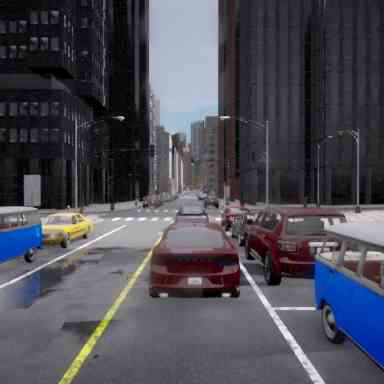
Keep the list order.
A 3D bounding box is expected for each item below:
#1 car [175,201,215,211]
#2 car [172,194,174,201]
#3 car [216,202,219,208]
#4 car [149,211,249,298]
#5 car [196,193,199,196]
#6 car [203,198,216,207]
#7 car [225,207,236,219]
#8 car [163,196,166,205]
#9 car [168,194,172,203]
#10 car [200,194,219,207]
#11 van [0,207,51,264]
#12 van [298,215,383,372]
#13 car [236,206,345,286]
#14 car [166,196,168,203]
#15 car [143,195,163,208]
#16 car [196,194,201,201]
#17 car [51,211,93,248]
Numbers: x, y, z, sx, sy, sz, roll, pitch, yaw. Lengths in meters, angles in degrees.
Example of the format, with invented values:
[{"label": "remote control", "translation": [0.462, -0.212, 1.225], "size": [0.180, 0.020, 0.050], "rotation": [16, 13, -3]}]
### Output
[{"label": "car", "translation": [0.000, 1.497, 19.443], "size": [2.128, 1.511, 4.902], "rotation": [0, 0, 0]}, {"label": "car", "translation": [-5.797, 1.599, 75.513], "size": [1.752, 1.417, 4.829], "rotation": [0, 0, 0]}, {"label": "car", "translation": [2.752, 1.550, 20.420], "size": [1.887, 1.381, 4.507], "rotation": [0, 0, 0]}, {"label": "car", "translation": [0.064, 1.479, 8.565], "size": [1.882, 1.535, 5.008], "rotation": [0, 0, 0]}, {"label": "car", "translation": [2.722, 1.685, 92.612], "size": [1.947, 1.339, 4.313], "rotation": [0, 0, 0]}, {"label": "car", "translation": [2.738, 1.599, 53.105], "size": [1.947, 1.339, 4.313], "rotation": [0, 0, 0]}, {"label": "car", "translation": [2.755, 1.553, 14.895], "size": [2.008, 1.369, 4.403], "rotation": [0, 0, 0]}, {"label": "car", "translation": [-5.788, 1.348, 53.111], "size": [2.192, 1.841, 5.009], "rotation": [0, 0, 0]}, {"label": "car", "translation": [-5.794, 1.627, 70.040], "size": [1.947, 1.339, 4.313], "rotation": [0, 0, 0]}, {"label": "car", "translation": [2.739, 1.341, 47.461], "size": [2.192, 1.841, 5.009], "rotation": [0, 0, 0]}, {"label": "van", "translation": [-5.772, 1.342, 9.379], "size": [1.690, 1.788, 3.998], "rotation": [0, 0, 0]}, {"label": "van", "translation": [2.761, 1.341, 3.844], "size": [1.690, 1.788, 3.998], "rotation": [0, 0, 0]}, {"label": "car", "translation": [2.758, 1.316, 9.370], "size": [2.192, 1.841, 5.009], "rotation": [0, 0, 0]}, {"label": "car", "translation": [-5.789, 1.606, 58.753], "size": [1.947, 1.339, 4.313], "rotation": [0, 0, 0]}, {"label": "car", "translation": [-5.786, 1.341, 47.467], "size": [2.192, 1.841, 5.009], "rotation": [0, 0, 0]}, {"label": "car", "translation": [2.724, 1.649, 86.967], "size": [1.887, 1.381, 4.507], "rotation": [0, 0, 0]}, {"label": "car", "translation": [-5.772, 1.528, 14.733], "size": [1.752, 1.417, 4.829], "rotation": [0, 0, 0]}]
